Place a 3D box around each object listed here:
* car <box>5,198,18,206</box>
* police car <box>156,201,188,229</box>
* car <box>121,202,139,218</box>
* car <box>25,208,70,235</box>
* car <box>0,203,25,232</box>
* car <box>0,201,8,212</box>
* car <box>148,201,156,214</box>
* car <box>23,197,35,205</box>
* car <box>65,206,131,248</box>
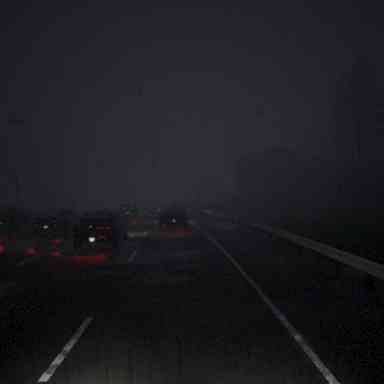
[{"bbox_3d":[-39.840,2.169,73.513,1.837,1.490,4.892,0,-1,-22],"label":"car"},{"bbox_3d":[-1.412,1.620,23.497,1.930,1.638,5.238,0,0,-6],"label":"police car"},{"bbox_3d":[-6.443,1.781,33.971,2.128,1.511,4.902,0,0,-9],"label":"car"},{"bbox_3d":[-8.088,1.705,20.144,1.812,1.442,4.674,0,0,-6],"label":"car"},{"bbox_3d":[-11.755,1.689,21.572,2.128,1.511,4.902,0,0,-6],"label":"car"},{"bbox_3d":[-26.603,1.957,44.520,2.033,1.411,5.357,0,-1,-13],"label":"car"},{"bbox_3d":[-4.219,1.870,41.117,1.812,1.442,4.674,0,-1,-11],"label":"car"},{"bbox_3d":[-36.257,2.022,74.036,2.097,1.767,4.553,0,-1,-22],"label":"car"},{"bbox_3d":[-4.157,1.640,15.576,1.837,1.490,4.892,0,0,-4],"label":"car"}]
